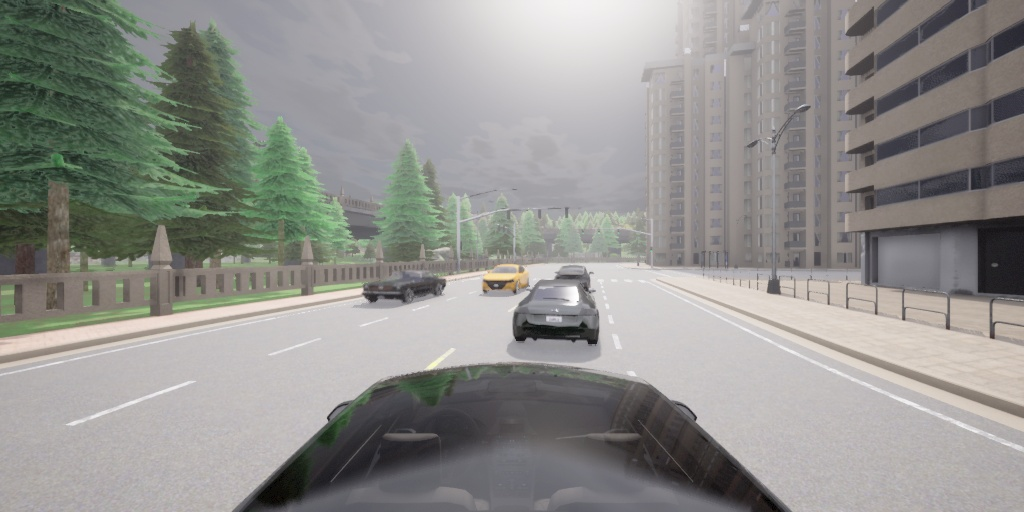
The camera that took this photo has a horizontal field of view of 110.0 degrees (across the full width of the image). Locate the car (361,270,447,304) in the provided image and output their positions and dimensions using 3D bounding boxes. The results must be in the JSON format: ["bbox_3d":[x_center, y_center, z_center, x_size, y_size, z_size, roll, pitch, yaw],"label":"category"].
[{"bbox_3d":[-4.755,1.351,16.502,1.895,1.301,4.718,0,0,13],"label":"car"}]

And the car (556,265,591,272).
[{"bbox_3d":[3.431,1.256,19.933,1.837,1.490,4.892,0,0,12],"label":"car"}]

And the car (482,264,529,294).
[{"bbox_3d":[-0.231,1.227,20.478,1.882,1.535,5.008,0,0,13],"label":"car"}]

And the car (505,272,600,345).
[{"bbox_3d":[1.275,1.314,9.627,1.994,1.385,4.181,0,0,11],"label":"car"}]
